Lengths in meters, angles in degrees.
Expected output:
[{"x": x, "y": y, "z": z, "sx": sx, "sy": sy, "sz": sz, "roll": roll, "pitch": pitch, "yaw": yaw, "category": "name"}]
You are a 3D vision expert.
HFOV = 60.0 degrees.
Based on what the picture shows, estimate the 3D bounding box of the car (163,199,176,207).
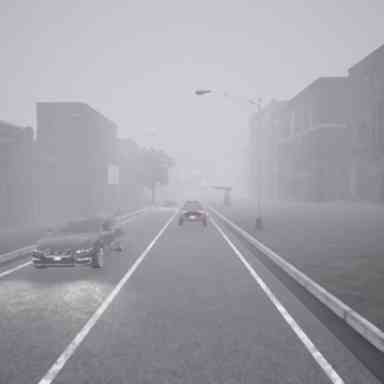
[{"x": -3.400, "y": 1.691, "z": 52.217, "sx": 1.895, "sy": 1.301, "sz": 4.718, "roll": 0, "pitch": 0, "yaw": 1, "category": "car"}]

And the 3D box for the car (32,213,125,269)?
[{"x": -3.537, "y": 1.503, "z": 11.183, "sx": 1.837, "sy": 1.490, "sz": 4.892, "roll": 0, "pitch": 0, "yaw": 0, "category": "car"}]

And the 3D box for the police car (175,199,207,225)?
[{"x": 0.044, "y": 1.519, "z": 24.647, "sx": 2.038, "sy": 1.542, "sz": 4.974, "roll": 0, "pitch": 0, "yaw": 0, "category": "police car"}]
